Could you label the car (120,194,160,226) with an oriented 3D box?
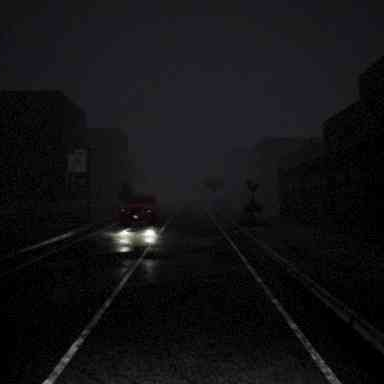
[{"bbox_3d":[-3.443,1.156,22.999,2.150,2.045,5.566,0,0,0],"label":"car"}]
